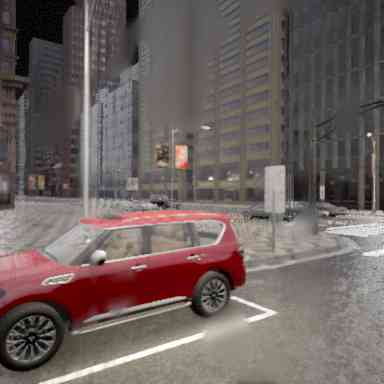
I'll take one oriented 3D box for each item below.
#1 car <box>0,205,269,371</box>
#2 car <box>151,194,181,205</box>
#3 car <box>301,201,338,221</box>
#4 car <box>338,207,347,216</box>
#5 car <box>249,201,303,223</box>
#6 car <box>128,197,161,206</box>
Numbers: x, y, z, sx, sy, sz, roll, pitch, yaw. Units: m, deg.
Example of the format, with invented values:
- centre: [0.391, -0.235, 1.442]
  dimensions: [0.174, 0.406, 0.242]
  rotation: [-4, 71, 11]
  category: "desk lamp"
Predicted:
- centre: [-1.247, 1.313, 5.865]
  dimensions: [5.009, 1.841, 2.192]
  rotation: [0, 0, -35]
  category: "car"
- centre: [-3.720, 1.329, 44.401]
  dimensions: [2.150, 2.045, 5.566]
  rotation: [0, 0, -35]
  category: "car"
- centre: [8.716, 1.515, 26.966]
  dimensions: [2.128, 1.511, 4.902]
  rotation: [0, 0, -36]
  category: "car"
- centre: [11.033, 1.600, 29.956]
  dimensions: [2.033, 1.411, 5.357]
  rotation: [1, -1, -39]
  category: "car"
- centre: [5.870, 1.566, 25.357]
  dimensions: [1.994, 1.385, 4.181]
  rotation: [0, 0, -36]
  category: "car"
- centre: [-6.310, 1.687, 42.436]
  dimensions: [1.895, 1.301, 4.718]
  rotation: [0, 0, -35]
  category: "car"
